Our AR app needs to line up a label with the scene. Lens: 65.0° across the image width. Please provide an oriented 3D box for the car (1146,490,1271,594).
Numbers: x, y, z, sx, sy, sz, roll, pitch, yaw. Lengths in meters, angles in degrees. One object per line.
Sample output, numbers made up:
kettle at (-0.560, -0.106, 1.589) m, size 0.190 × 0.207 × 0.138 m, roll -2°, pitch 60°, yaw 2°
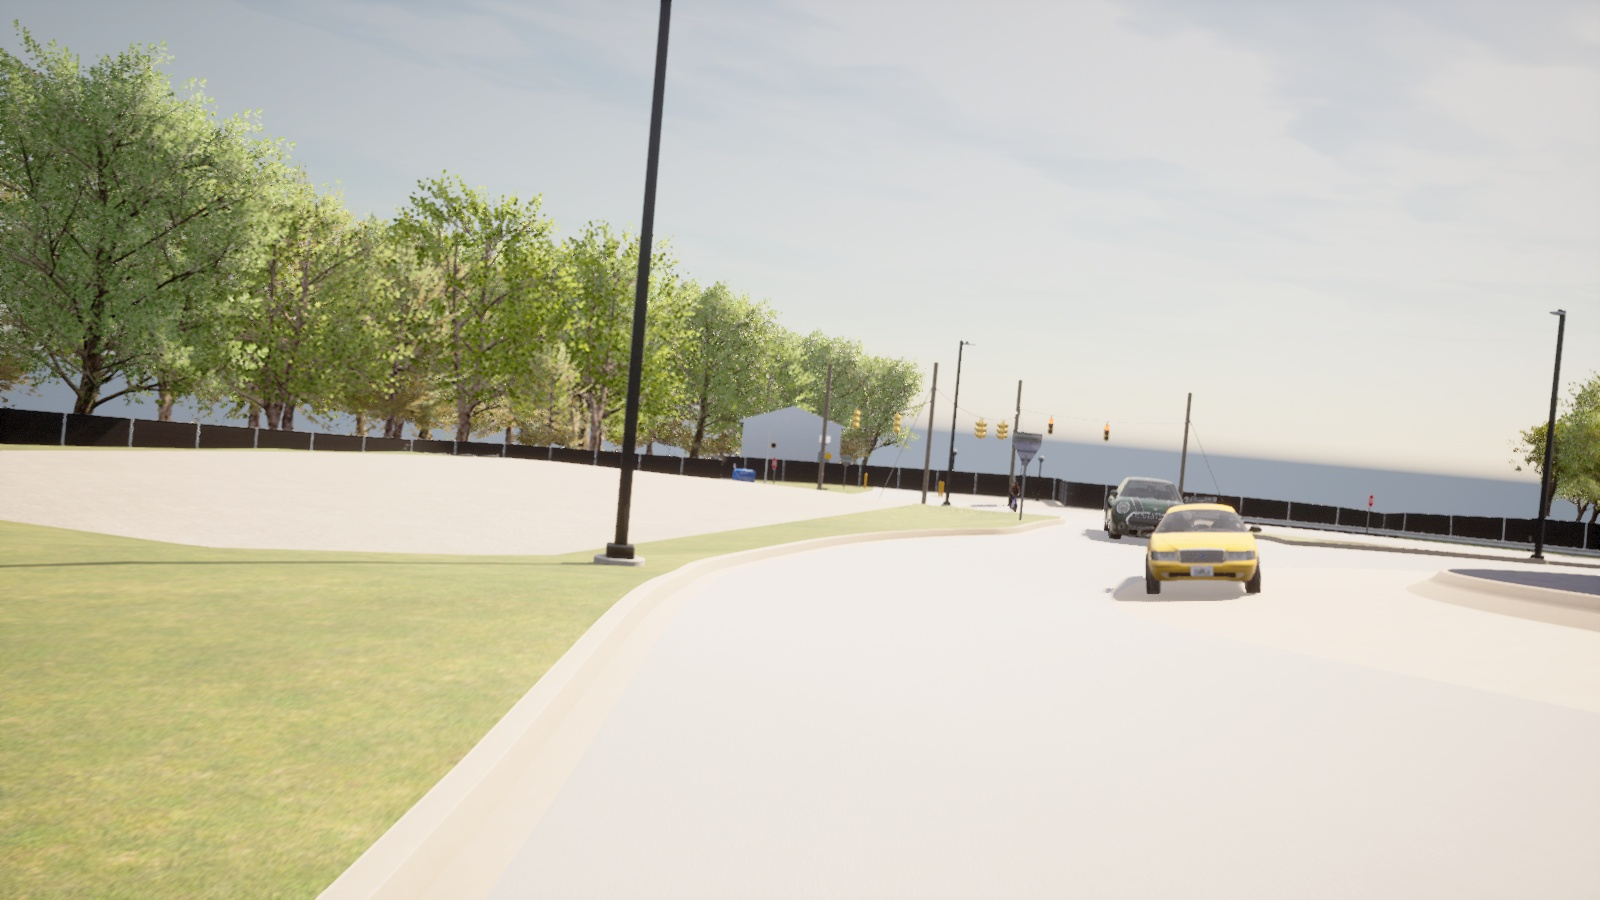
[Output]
car at (7.197, 1.531, 22.194) m, size 1.801 × 1.575 × 5.366 m, roll -2°, pitch -2°, yaw 18°

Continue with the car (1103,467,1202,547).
car at (9.562, 1.477, 34.396) m, size 2.097 × 1.767 × 4.553 m, roll 5°, pitch 1°, yaw 11°
